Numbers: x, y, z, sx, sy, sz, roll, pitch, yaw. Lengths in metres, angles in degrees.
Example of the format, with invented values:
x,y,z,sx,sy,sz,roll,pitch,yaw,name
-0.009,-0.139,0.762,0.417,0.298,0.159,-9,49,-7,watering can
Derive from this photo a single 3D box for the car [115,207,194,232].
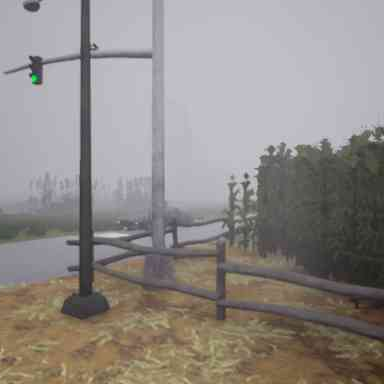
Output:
x,y,z,sx,sy,sz,roll,pitch,yaw,name
-2.030,1.567,20.006,2.033,1.411,5.357,0,0,35,car
